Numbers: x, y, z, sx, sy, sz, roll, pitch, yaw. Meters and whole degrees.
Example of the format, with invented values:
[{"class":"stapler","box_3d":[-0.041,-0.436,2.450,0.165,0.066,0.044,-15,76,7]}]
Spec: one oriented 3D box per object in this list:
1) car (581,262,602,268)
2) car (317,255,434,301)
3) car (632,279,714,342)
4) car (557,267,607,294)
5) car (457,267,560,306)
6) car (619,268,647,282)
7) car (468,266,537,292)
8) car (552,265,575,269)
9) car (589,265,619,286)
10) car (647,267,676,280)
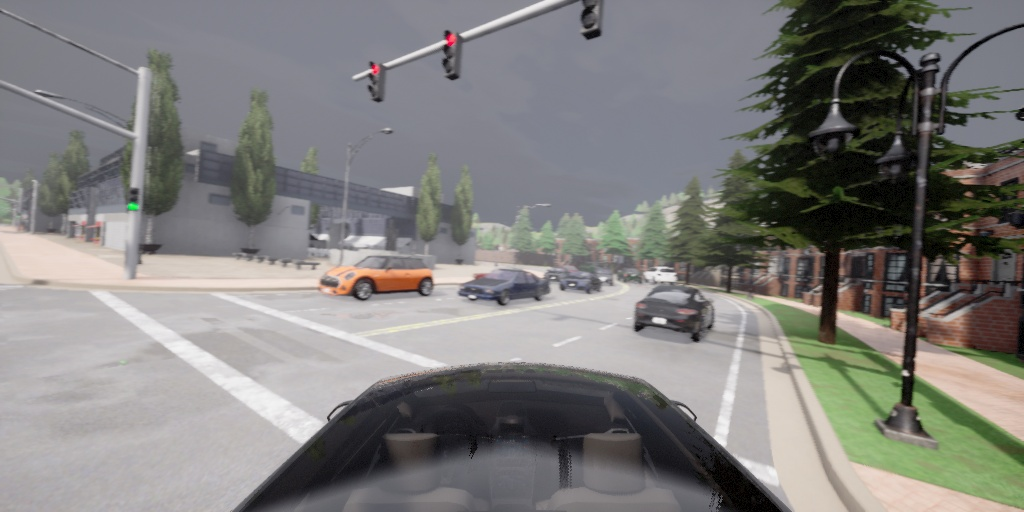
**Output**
[{"class":"car","box_3d":[12.411,1.978,56.491,2.150,2.045,5.566,4,0,-14]},{"class":"car","box_3d":[-5.370,0.740,14.718,2.097,1.767,4.553,4,0,34]},{"class":"car","box_3d":[5.301,1.677,11.546,1.812,1.442,4.674,4,0,35]},{"class":"car","box_3d":[4.698,1.698,24.196,1.994,1.385,4.181,4,0,28]},{"class":"car","box_3d":[-0.086,1.320,16.296,2.033,1.411,5.357,4,0,33]},{"class":"car","box_3d":[13.556,2.163,41.604,2.097,1.767,4.553,4,0,5]},{"class":"car","box_3d":[-0.434,1.361,22.213,1.895,1.301,4.718,4,0,32]},{"class":"car","box_3d":[4.018,1.663,31.050,1.994,1.385,4.181,4,0,19]},{"class":"car","box_3d":[8.575,1.925,33.872,2.128,1.511,4.902,4,0,14]},{"class":"car","box_3d":[17.135,2.291,41.712,2.150,2.045,5.566,4,0,4]}]
